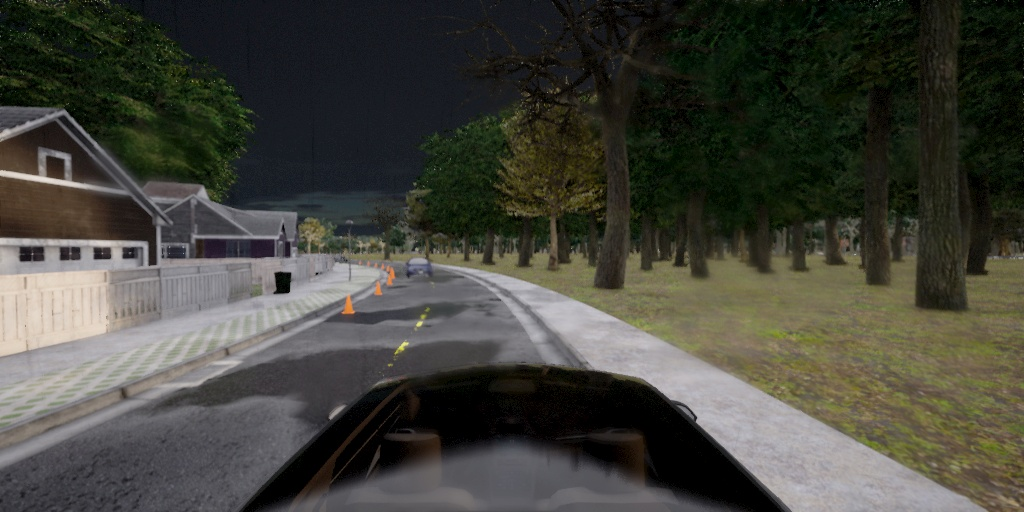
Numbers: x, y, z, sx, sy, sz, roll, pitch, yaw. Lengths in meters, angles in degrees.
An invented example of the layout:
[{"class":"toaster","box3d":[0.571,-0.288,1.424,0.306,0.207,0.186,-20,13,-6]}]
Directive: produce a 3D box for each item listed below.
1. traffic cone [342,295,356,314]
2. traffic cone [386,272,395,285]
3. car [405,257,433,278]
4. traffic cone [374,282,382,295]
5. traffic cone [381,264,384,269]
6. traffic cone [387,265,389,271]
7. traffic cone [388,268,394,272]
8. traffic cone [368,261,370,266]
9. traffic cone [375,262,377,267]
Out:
[{"class":"traffic cone","box3d":[-5.251,1.536,11.531,0.340,0.580,0.340,0,0,-8]},{"class":"traffic cone","box3d":[-7.187,1.381,21.058,0.340,0.580,0.340,0,0,-15]},{"class":"car","box3d":[-7.141,0.847,27.438,1.812,1.442,4.674,0,1,-19]},{"class":"traffic cone","box3d":[-6.089,1.456,16.321,0.340,0.580,0.340,0,0,-11]},{"class":"traffic cone","box3d":[-14.115,1.100,39.197,0.340,0.580,0.340,0,0,-27]},{"class":"traffic cone","box3d":[-10.153,1.236,30.318,0.340,0.580,0.340,0,0,-21]},{"class":"traffic cone","box3d":[-8.543,1.307,25.729,0.340,0.580,0.340,0,0,-18]},{"class":"traffic cone","box3d":[-19.024,0.979,47.591,0.340,0.580,0.340,0,0,-33]},{"class":"traffic cone","box3d":[-16.454,1.037,43.461,0.340,0.580,0.340,0,0,-30]}]
